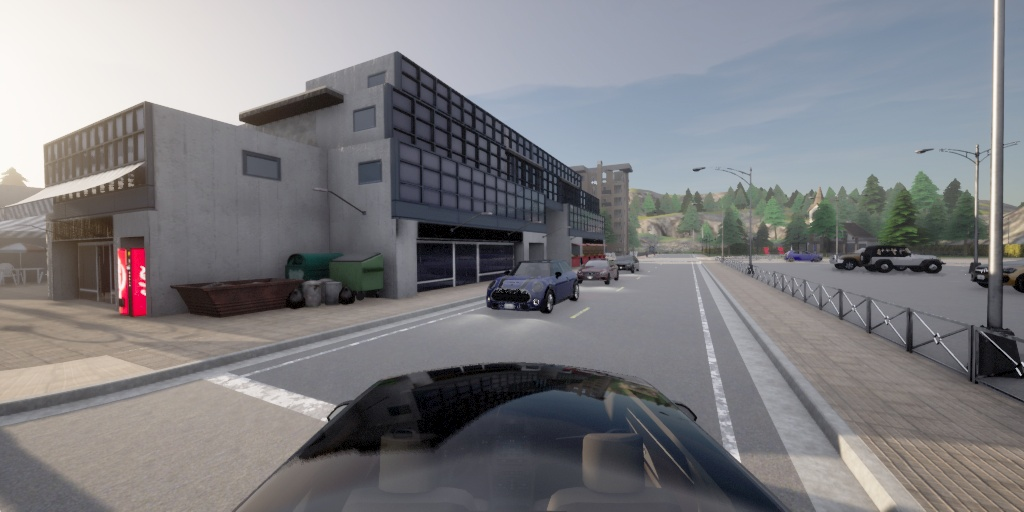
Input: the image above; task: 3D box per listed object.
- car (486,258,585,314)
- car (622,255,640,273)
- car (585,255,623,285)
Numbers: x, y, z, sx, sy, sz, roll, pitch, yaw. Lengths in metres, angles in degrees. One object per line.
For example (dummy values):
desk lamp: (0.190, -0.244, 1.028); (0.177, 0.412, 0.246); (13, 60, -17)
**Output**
car: (0.903, 0.913, 13.052); (2.097, 1.767, 4.553); (0, 1, 26)
car: (9.938, 0.650, 31.300); (1.837, 1.490, 4.892); (0, 1, 27)
car: (5.379, 0.881, 22.109); (1.812, 1.442, 4.674); (0, 1, 26)
